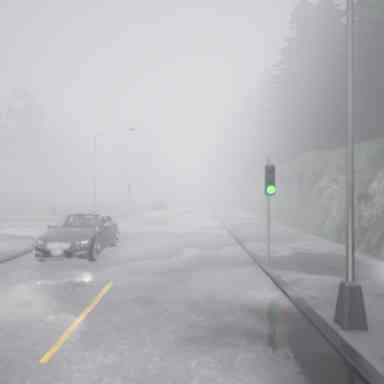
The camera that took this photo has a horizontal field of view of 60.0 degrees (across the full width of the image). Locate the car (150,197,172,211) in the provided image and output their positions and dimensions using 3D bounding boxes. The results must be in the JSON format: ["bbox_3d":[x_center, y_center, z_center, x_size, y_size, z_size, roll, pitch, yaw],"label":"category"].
[{"bbox_3d":[-3.915,1.674,40.797,1.994,1.385,4.181,0,1,0],"label":"car"}]

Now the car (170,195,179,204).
[{"bbox_3d":[-3.859,1.463,67.756,2.097,1.767,4.553,0,0,0],"label":"car"}]

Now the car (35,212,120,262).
[{"bbox_3d":[-3.974,1.524,12.254,2.128,1.511,4.902,0,0,0],"label":"car"}]
